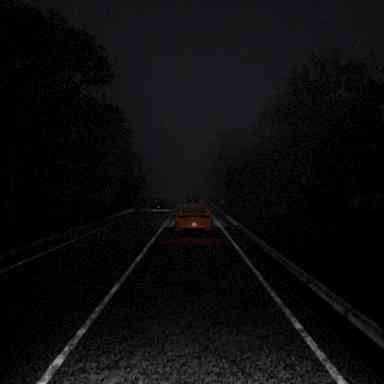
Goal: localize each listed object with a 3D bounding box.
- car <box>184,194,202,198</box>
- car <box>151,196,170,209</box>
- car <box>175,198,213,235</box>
[{"bbox_3d":[0.106,0.999,38.142,2.097,1.767,4.553,0,1,0],"label":"car"},{"bbox_3d":[-3.591,1.193,38.308,2.033,1.411,5.357,0,1,0],"label":"car"},{"bbox_3d":[0.104,1.343,18.057,1.882,1.535,5.008,0,1,0],"label":"car"}]
